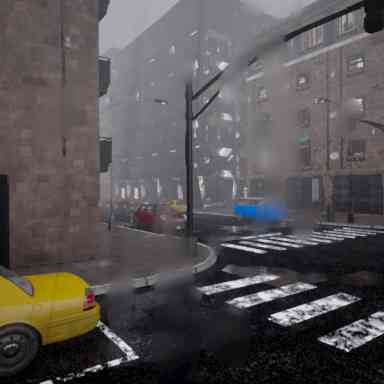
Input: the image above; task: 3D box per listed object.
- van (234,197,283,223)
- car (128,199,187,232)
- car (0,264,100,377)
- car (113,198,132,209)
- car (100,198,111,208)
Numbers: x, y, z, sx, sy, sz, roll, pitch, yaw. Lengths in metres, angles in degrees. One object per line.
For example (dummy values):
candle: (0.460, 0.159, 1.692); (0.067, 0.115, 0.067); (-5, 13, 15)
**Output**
van: (4.875, 1.280, 24.887); (1.690, 1.788, 3.998); (0, 0, -36)
car: (-1.917, 1.441, 19.979); (1.967, 1.590, 4.097); (0, 0, -36)
car: (-3.624, 1.526, 3.980); (4.829, 1.417, 1.752); (0, 0, -36)
car: (-8.429, 1.463, 43.213); (1.887, 1.381, 4.507); (-1, 0, -36)
car: (-11.755, 1.463, 47.795); (1.887, 1.381, 4.507); (-1, 0, -36)
